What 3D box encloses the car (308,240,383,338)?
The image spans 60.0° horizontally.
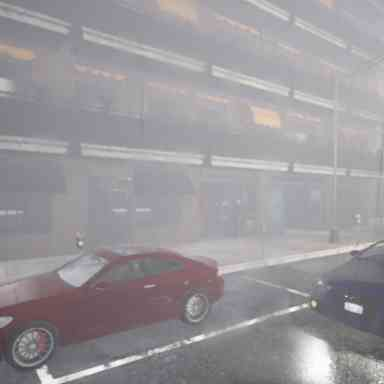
[{"bbox_3d":[4.125,1.627,6.292,4.181,1.385,1.994,1,0,-35],"label":"car"}]

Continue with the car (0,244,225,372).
[{"bbox_3d":[-1.310,1.601,5.621,4.206,1.307,1.802,1,0,-35],"label":"car"}]
